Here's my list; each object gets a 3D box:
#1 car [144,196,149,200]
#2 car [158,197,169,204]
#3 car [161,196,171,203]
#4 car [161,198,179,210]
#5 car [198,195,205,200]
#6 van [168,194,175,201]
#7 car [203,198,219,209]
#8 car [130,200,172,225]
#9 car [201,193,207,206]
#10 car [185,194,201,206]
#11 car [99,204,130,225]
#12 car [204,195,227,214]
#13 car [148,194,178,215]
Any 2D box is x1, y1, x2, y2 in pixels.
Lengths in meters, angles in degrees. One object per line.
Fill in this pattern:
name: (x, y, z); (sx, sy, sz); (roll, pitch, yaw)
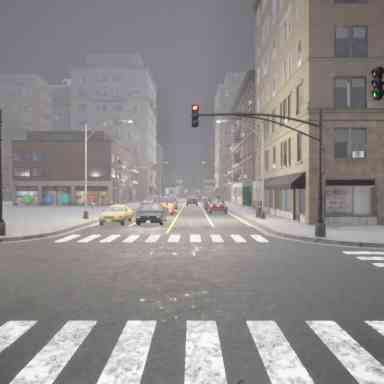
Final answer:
car: (-5.375, 1.549, 41.039); (2.008, 1.369, 4.403); (0, 0, 0)
car: (-5.367, 1.580, 63.687); (1.802, 1.307, 4.206); (0, 0, 0)
car: (-5.365, 1.523, 69.179); (1.752, 1.417, 4.829); (0, 0, 0)
car: (-2.831, 1.545, 44.222); (2.033, 1.411, 5.357); (0, 0, 0)
car: (2.668, 1.566, 91.993); (1.947, 1.339, 4.313); (0, 0, 0)
van: (-5.359, 1.341, 86.334); (1.690, 1.788, 3.998); (0, 0, 0)
car: (2.652, 1.564, 46.698); (1.947, 1.339, 4.313); (0, 0, 0)
car: (-2.841, 1.546, 24.166); (2.033, 1.411, 5.357); (0, 0, 0)
car: (2.650, 1.313, 41.036); (2.192, 1.841, 5.009); (0, 0, 0)
car: (0.018, 1.503, 53.993); (1.837, 1.490, 4.892); (0, 0, 0)
car: (-5.381, 1.523, 23.883); (1.752, 1.417, 4.829); (0, 0, 0)
car: (2.648, 1.438, 35.374); (1.967, 1.590, 4.097); (0, 0, 0)
car: (-2.841, 1.350, 33.814); (2.097, 1.767, 4.553); (0, 0, 0)
